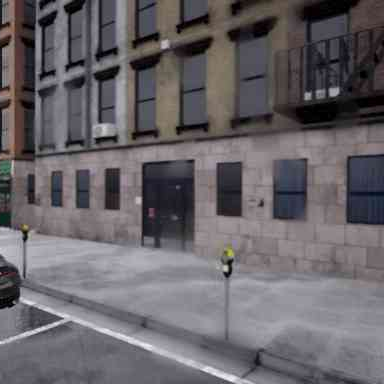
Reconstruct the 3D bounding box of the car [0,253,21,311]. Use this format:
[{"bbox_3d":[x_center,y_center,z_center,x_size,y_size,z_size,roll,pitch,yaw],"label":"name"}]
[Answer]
[{"bbox_3d":[-4.969,1.501,6.351,4.403,1.369,2.008,0,0,35],"label":"car"}]
